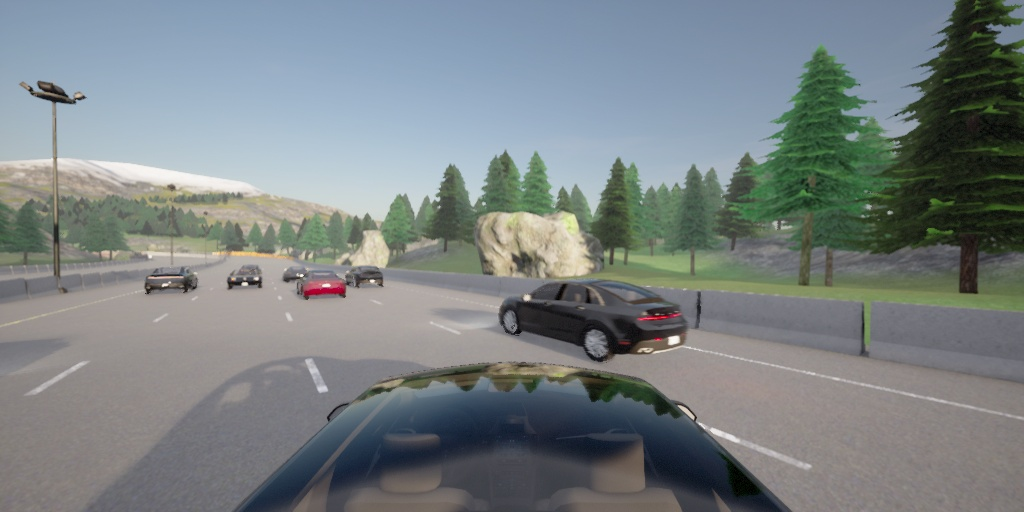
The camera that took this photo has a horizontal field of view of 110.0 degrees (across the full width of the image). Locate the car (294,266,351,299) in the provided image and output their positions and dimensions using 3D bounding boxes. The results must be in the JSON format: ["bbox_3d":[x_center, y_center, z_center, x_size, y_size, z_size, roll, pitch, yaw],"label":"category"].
[{"bbox_3d":[-10.285,1.443,19.283,1.994,1.385,4.181,0,-1,-35],"label":"car"}]

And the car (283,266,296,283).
[{"bbox_3d":[-19.465,1.622,32.431,1.994,1.385,4.181,0,-1,-35],"label":"car"}]

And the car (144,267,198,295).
[{"bbox_3d":[-20.569,1.432,21.786,2.128,1.511,4.902,0,-1,-35],"label":"car"}]

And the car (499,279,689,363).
[{"bbox_3d":[1.540,1.287,8.461,1.837,1.490,4.892,0,0,-35],"label":"car"}]

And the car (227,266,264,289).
[{"bbox_3d":[-18.670,1.574,25.180,1.895,1.301,4.718,0,-1,-35],"label":"car"}]

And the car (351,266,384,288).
[{"bbox_3d":[-10.784,1.461,26.113,1.837,1.490,4.892,0,-1,-35],"label":"car"}]
